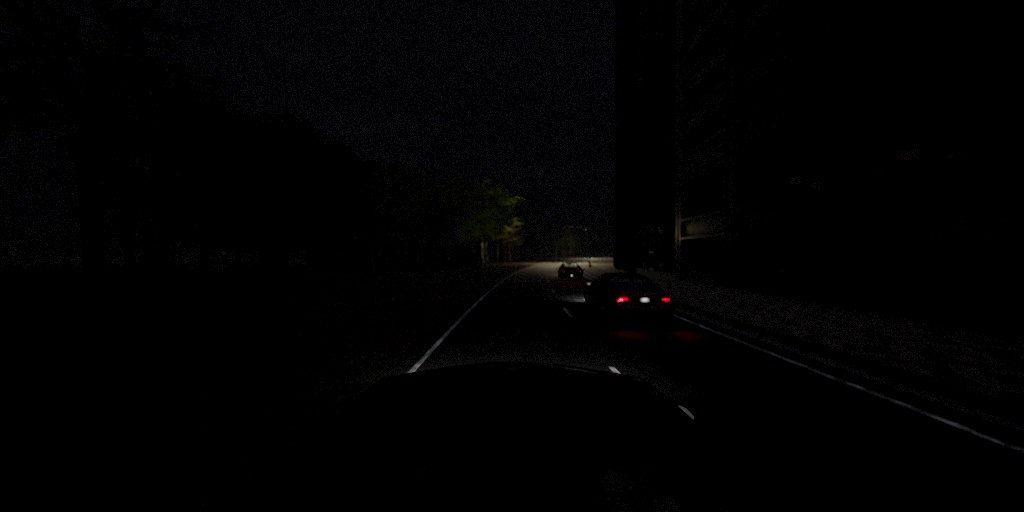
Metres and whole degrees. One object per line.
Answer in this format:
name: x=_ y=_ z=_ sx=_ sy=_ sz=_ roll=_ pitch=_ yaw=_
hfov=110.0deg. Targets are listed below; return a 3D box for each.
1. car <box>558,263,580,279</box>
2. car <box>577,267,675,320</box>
car: x=4.948 y=1.261 z=30.712 sx=1.895 sy=1.301 sz=4.718 roll=0 pitch=0 yaw=5
car: x=3.820 y=1.278 z=12.576 sx=2.033 sy=1.411 sz=5.357 roll=0 pitch=0 yaw=2
